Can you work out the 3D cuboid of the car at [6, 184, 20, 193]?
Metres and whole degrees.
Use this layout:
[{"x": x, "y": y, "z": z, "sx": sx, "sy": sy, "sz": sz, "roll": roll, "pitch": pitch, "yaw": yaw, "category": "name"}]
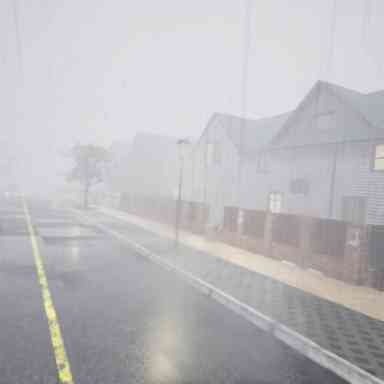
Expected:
[{"x": -30.271, "y": -0.592, "z": 56.458, "sx": 1.812, "sy": 1.442, "sz": 4.674, "roll": 4, "pitch": 0, "yaw": -27, "category": "car"}]
